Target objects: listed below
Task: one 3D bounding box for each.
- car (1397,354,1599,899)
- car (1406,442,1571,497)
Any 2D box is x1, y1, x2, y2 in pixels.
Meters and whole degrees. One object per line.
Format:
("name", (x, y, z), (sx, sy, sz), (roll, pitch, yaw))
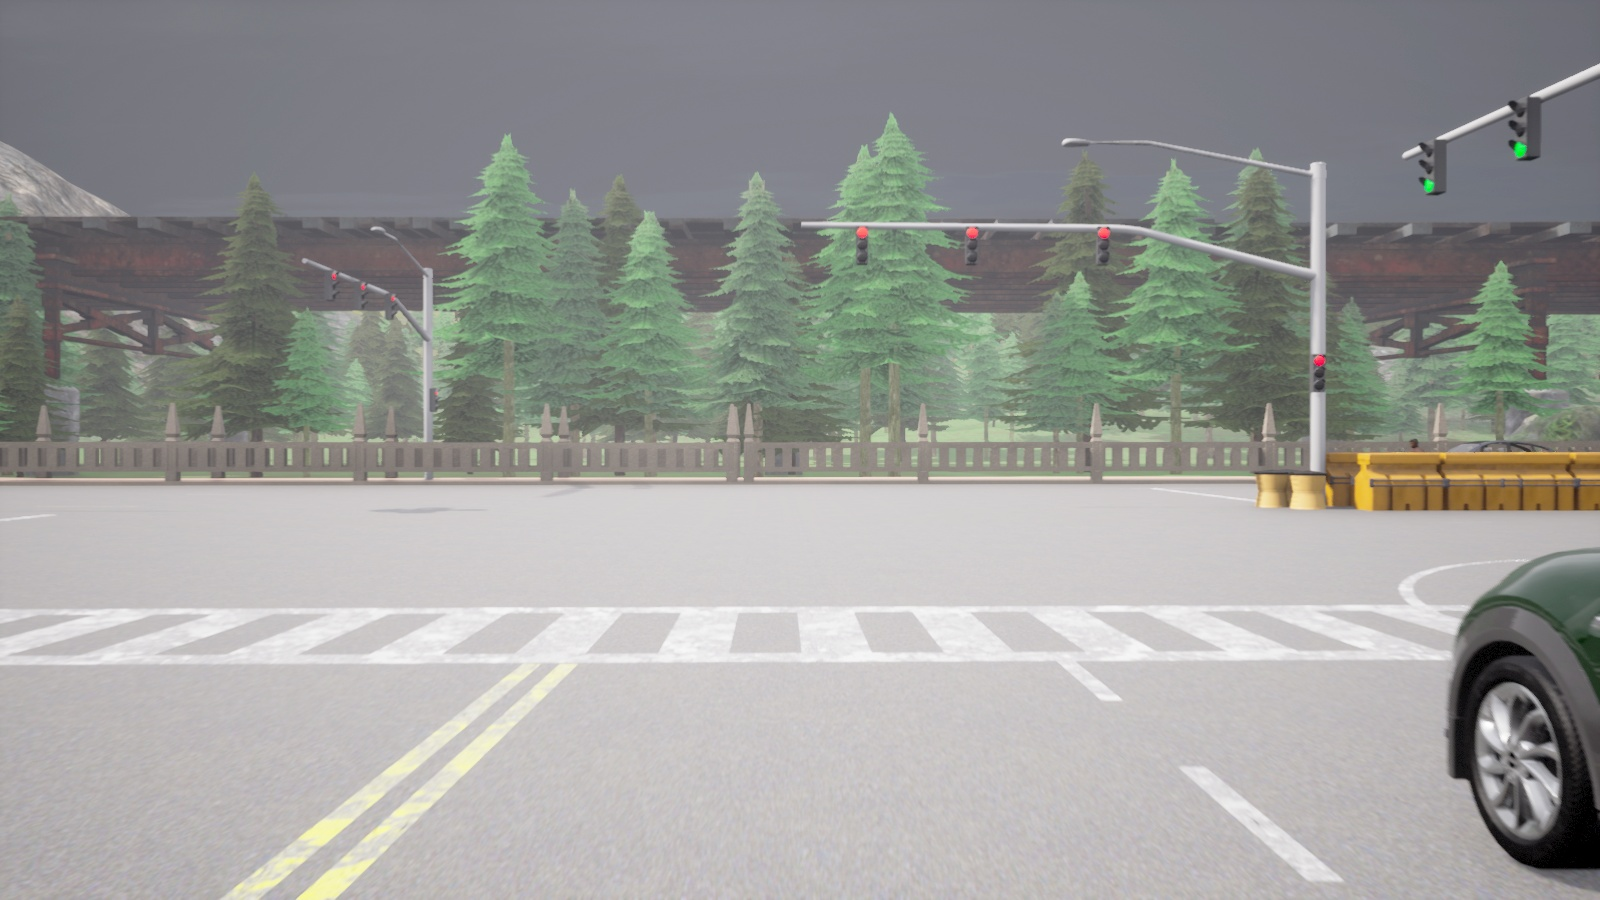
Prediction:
("car", (3.533, 0.591, 2.960), (2.097, 1.767, 4.553), (0, 0, 0))
("car", (19.582, 0.538, 35.823), (3.705, 1.549, 1.789), (0, 0, -1))
